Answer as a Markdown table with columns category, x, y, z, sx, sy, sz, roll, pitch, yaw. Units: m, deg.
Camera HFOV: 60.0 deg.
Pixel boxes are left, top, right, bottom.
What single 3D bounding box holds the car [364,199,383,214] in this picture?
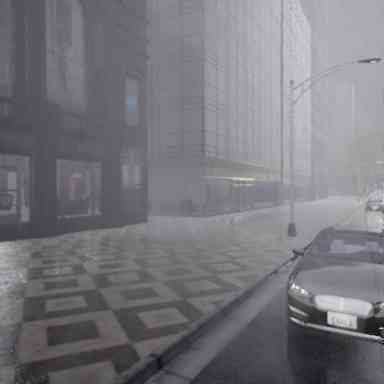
| category | x | y | z | sx | sy | sz | roll | pitch | yaw |
| --- | --- | --- | --- | --- | --- | --- | --- | --- | --- |
| car | 19.817 | 1.481 | 36.011 | 2.128 | 1.511 | 4.902 | 0 | 0 | 29 |

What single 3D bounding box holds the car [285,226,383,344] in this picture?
| category | x | y | z | sx | sy | sz | roll | pitch | yaw |
| --- | --- | --- | --- | --- | --- | --- | --- | --- | --- |
| car | 3.257 | 1.492 | 6.688 | 2.128 | 1.511 | 4.902 | 0 | 0 | 29 |
